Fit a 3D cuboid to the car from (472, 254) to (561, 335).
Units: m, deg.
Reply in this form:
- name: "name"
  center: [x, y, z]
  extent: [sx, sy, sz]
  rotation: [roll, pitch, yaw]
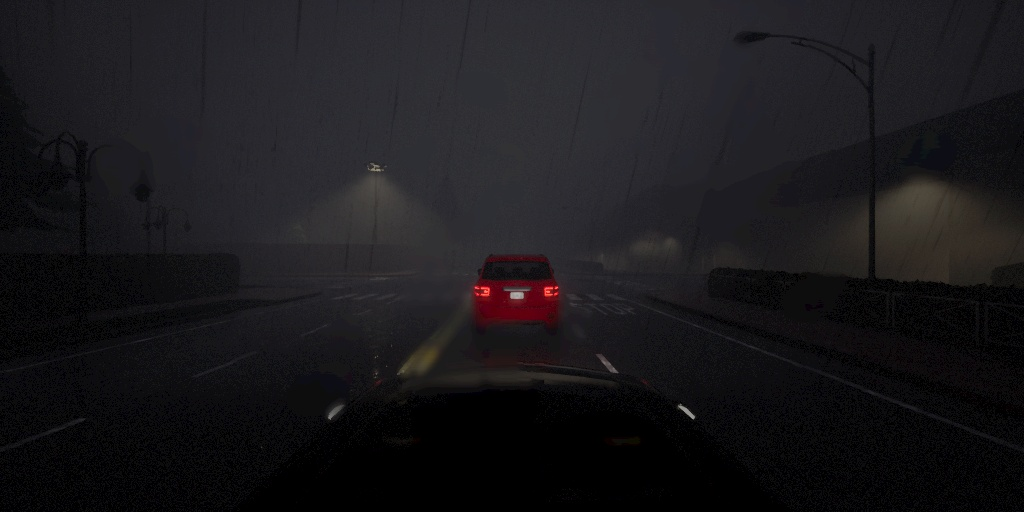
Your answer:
- name: "car"
  center: [0.118, 0.971, 10.658]
  extent: [2.150, 2.045, 5.566]
  rotation: [0, 0, 0]

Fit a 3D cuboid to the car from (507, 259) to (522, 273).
- name: "car"
  center: [0.340, 1.228, 45.516]
  extent: [1.882, 1.535, 5.008]
  rotation: [0, 0, 1]
